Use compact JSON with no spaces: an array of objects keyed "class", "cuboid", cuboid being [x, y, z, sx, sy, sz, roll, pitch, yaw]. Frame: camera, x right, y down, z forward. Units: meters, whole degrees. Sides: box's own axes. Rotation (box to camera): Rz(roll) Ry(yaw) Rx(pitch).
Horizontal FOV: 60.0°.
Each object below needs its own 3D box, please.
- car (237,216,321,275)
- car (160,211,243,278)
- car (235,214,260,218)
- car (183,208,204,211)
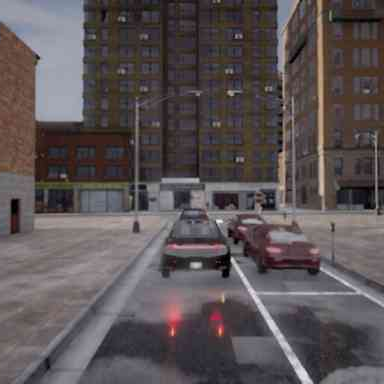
[{"class":"car","cuboid":[2.656,1.650,10.469,1.802,1.307,4.206,1,0,0]},{"class":"car","cuboid":[0.105,1.558,10.364,2.128,1.511,4.902,0,0,0]},{"class":"car","cuboid":[2.659,1.686,15.908,1.802,1.307,4.206,1,0,0]},{"class":"car","cuboid":[0.100,1.683,20.548,2.033,1.411,5.357,0,0,-1]}]
